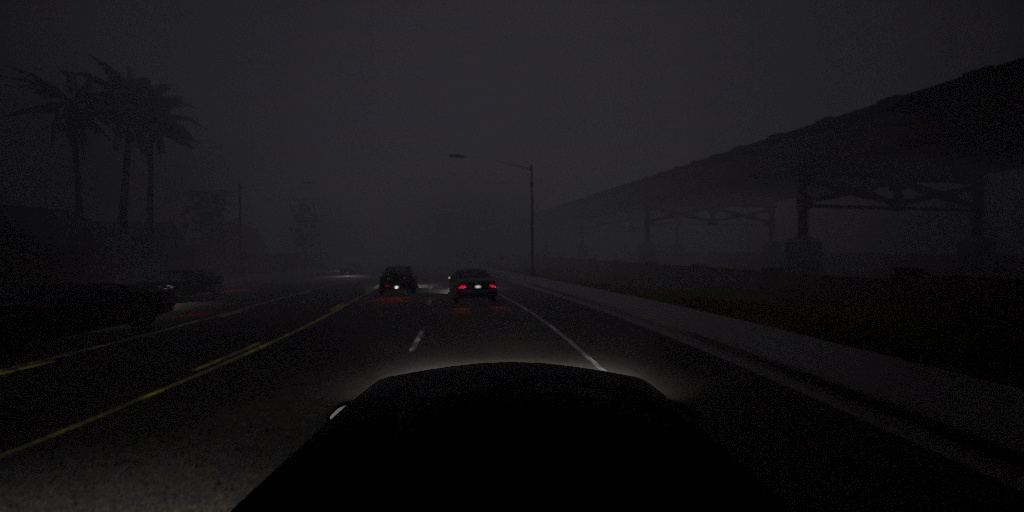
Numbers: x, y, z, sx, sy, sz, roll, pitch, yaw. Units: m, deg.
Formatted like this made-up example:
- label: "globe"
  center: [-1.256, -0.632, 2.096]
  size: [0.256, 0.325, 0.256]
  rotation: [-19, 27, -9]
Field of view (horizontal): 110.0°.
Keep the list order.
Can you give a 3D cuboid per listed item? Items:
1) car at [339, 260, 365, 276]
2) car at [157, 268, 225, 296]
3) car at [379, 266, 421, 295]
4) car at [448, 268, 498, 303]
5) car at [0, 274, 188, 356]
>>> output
- label: "car"
  center: [-18.263, 1.438, 41.130]
  size: [2.033, 1.411, 5.357]
  rotation: [-1, 0, -12]
- label: "car"
  center: [-16.800, 1.376, 18.185]
  size: [1.882, 1.535, 5.008]
  rotation: [-1, 0, -12]
- label: "car"
  center: [-6.326, 1.289, 20.348]
  size: [1.837, 1.490, 4.892]
  rotation: [0, 0, -12]
- label: "car"
  center: [-1.923, 1.285, 16.789]
  size: [2.033, 1.411, 5.357]
  rotation: [-1, 0, -13]
- label: "car"
  center: [-11.378, 1.389, 9.044]
  size: [2.033, 1.411, 5.357]
  rotation: [-1, 0, -9]
